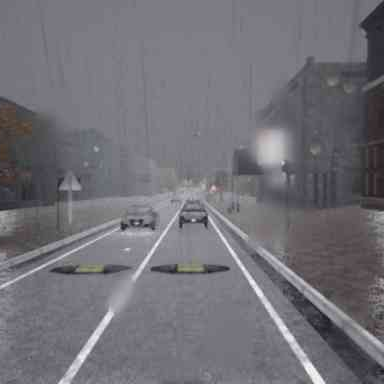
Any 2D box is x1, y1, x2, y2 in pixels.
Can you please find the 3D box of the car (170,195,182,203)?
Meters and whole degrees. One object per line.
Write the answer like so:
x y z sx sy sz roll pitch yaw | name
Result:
-3.024 1.329 62.411 1.837 1.490 4.892 0 0 1 | car

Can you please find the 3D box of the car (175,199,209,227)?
0.099 1.478 22.496 2.128 1.511 4.902 0 0 0 | car

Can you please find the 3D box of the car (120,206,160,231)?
-3.098 1.552 20.508 1.994 1.385 4.181 0 0 0 | car
